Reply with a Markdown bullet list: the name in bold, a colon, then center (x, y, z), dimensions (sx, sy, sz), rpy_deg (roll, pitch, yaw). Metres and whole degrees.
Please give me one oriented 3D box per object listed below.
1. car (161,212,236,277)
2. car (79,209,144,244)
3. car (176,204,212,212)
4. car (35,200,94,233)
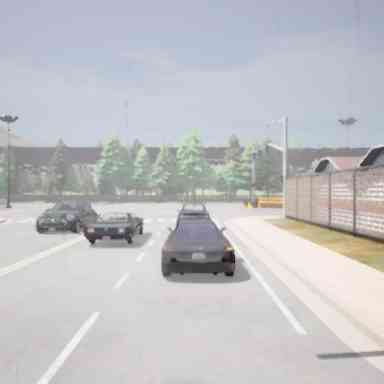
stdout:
- **car**: center (0.145, 1.531, 10.164), dimensions (1.994, 1.385, 4.181), rpy_deg (0, 0, -1)
- **car**: center (-3.402, 1.551, 15.483), dimensions (1.895, 1.301, 4.718), rpy_deg (0, 0, 0)
- **car**: center (0.114, 1.431, 19.067), dimensions (2.128, 1.511, 4.902), rpy_deg (0, 0, 1)
- **car**: center (-7.034, 1.290, 19.014), dimensions (2.097, 1.767, 4.553), rpy_deg (0, 0, 0)
